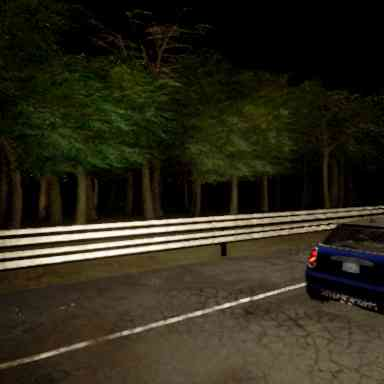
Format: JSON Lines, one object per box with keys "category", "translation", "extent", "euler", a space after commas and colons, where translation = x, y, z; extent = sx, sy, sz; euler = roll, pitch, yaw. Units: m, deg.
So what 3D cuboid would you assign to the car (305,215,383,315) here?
{"category": "car", "translation": [4.443, 1.295, 6.905], "extent": [4.553, 1.767, 2.097], "euler": [-1, 0, -35]}
